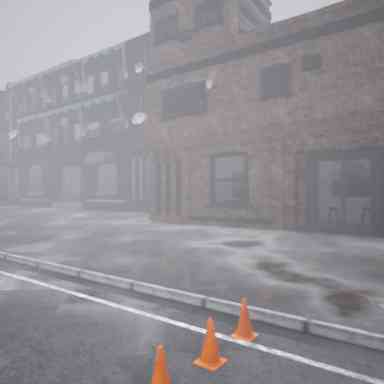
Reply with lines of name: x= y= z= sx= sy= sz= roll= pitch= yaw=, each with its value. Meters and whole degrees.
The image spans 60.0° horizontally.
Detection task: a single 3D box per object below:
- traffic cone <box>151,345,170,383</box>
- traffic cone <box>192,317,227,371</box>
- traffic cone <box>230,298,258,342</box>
traffic cone: x=-0.345 y=1.963 z=3.603 sx=0.340 sy=0.580 sz=0.340 roll=0 pitch=0 yaw=36
traffic cone: x=0.238 y=1.966 z=4.416 sx=0.340 sy=0.580 sz=0.340 roll=0 pitch=0 yaw=36
traffic cone: x=0.820 y=1.968 z=5.229 sx=0.340 sy=0.580 sz=0.340 roll=0 pitch=0 yaw=36
